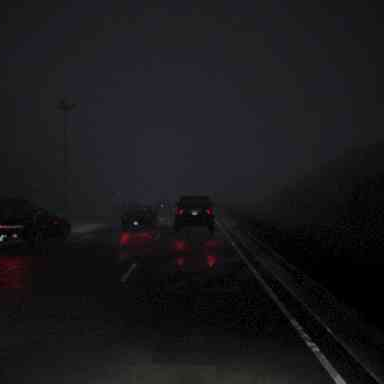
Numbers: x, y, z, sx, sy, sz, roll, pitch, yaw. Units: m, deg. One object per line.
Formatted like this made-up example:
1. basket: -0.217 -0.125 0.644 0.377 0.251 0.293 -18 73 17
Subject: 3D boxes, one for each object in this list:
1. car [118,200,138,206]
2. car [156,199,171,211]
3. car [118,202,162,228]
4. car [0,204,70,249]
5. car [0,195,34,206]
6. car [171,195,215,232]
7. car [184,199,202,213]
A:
1. car: -6.883 1.542 37.358 1.895 1.301 4.718 0 0 0
2. car: -3.394 1.502 39.436 1.994 1.385 4.181 0 0 0
3. car: -3.339 1.566 22.059 1.895 1.301 4.718 0 0 0
4. car: -6.873 1.469 14.355 2.128 1.511 4.902 0 0 0
5. car: -10.353 1.194 18.414 2.150 2.045 5.566 0 0 0
6. car: 0.153 1.190 19.804 2.150 2.045 5.566 0 0 0
7. car: 0.117 1.542 37.348 1.895 1.301 4.718 0 0 0
